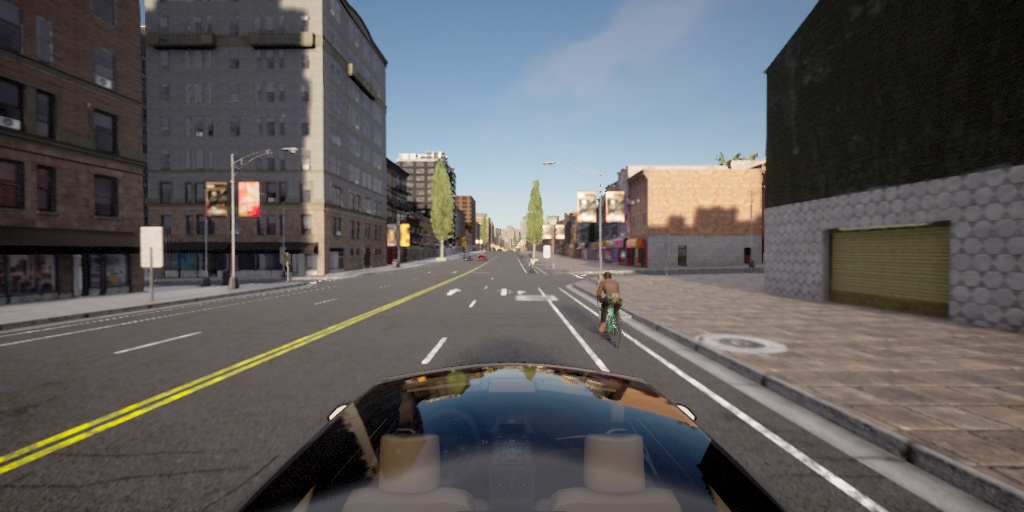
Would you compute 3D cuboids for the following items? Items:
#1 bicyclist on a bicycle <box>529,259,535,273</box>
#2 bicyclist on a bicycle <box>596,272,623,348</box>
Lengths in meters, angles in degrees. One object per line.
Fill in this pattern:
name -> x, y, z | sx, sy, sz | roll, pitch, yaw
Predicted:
bicyclist on a bicycle -> 2.244, 1.069, 38.752 | 0.866, 1.612, 1.509 | -1, 1, 0
bicyclist on a bicycle -> 2.249, 1.196, 8.286 | 0.582, 1.620, 1.656 | 0, 0, 0
